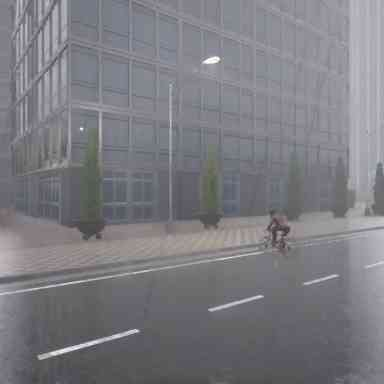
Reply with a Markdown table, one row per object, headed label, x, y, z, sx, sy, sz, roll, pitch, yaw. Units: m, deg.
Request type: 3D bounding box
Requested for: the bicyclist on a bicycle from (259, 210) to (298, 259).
| label | x | y | z | sx | sy | sz | roll | pitch | yaw |
| --- | --- | --- | --- | --- | --- | --- | --- | --- | --- |
| bicyclist on a bicycle | 2.943 | 1.455 | 11.496 | 0.582 | 1.620 | 1.656 | 0 | -2 | -37 |
